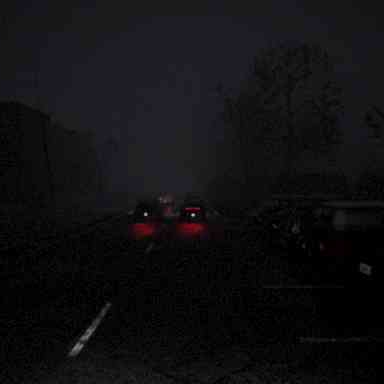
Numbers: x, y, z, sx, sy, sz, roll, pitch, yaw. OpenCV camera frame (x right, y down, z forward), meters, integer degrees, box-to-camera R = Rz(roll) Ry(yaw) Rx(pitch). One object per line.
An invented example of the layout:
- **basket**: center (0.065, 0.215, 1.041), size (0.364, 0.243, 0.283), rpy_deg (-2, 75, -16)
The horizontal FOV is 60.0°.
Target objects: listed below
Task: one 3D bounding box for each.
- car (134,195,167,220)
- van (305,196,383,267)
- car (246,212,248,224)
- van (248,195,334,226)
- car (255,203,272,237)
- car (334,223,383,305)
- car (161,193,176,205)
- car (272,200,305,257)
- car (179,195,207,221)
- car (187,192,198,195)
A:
- **car**: center (-3.170, 1.248, 25.176), size (1.837, 1.490, 4.892), rpy_deg (0, 1, 0)
- **van**: center (5.648, 1.206, 8.956), size (4.442, 1.987, 1.878), rpy_deg (0, 0, 0)
- **car**: center (5.552, 1.187, 19.979), size (4.553, 1.767, 2.185), rpy_deg (0, 1, 0)
- **van**: center (5.408, 1.125, 17.225), size (4.442, 1.987, 1.878), rpy_deg (0, 1, 0)
- **car**: center (5.521, 1.383, 14.470), size (4.892, 1.521, 2.231), rpy_deg (0, 1, 0)
- **car**: center (5.563, 1.479, 6.205), size (4.792, 1.488, 2.163), rpy_deg (0, 0, 0)
- **car**: center (-3.187, 0.843, 41.878), size (1.812, 1.442, 4.674), rpy_deg (0, 2, 0)
- **car**: center (5.498, 1.284, 11.841), size (4.553, 1.767, 2.185), rpy_deg (0, 1, 0)
- **car**: center (0.081, 1.255, 24.908), size (1.837, 1.490, 4.892), rpy_deg (0, 1, 0)
- **car**: center (0.066, 0.768, 42.741), size (1.882, 1.535, 5.008), rpy_deg (0, 2, 0)
